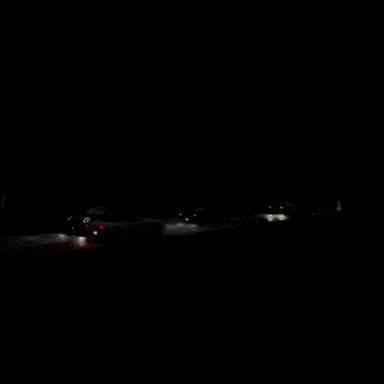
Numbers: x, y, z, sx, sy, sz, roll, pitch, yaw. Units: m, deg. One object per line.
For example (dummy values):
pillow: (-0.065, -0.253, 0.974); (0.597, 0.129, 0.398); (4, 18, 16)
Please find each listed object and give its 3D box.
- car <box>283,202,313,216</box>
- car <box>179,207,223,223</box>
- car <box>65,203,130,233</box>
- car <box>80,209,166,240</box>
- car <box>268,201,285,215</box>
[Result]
car: (14.289, 2.330, 43.776); (2.033, 1.411, 5.357); (0, -1, 36)
car: (0.868, 2.052, 30.040); (1.895, 1.301, 4.718); (0, -1, 36)
car: (-5.594, 1.614, 20.947); (2.097, 1.767, 4.553); (0, -1, 35)
car: (-3.651, 1.868, 19.032); (1.895, 1.301, 4.718); (0, -1, 38)
car: (12.199, 2.126, 45.739); (2.097, 1.767, 4.553); (0, -1, 36)
